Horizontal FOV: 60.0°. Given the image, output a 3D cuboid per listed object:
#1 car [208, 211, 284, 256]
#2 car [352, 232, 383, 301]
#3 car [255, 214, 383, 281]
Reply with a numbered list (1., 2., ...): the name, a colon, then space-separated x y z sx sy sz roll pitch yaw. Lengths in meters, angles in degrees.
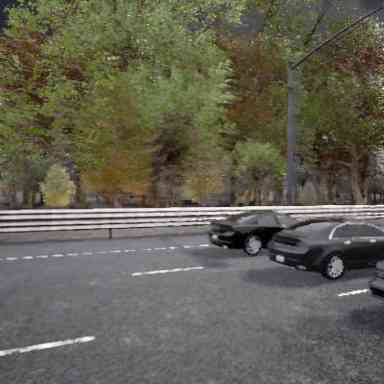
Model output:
1. car: 3.047 1.477 13.031 5.008 1.535 1.882 1 0 -25
2. car: 6.020 1.599 6.695 5.357 1.411 2.033 1 0 -25
3. car: 4.524 1.536 9.855 4.892 1.490 1.837 1 0 -25
